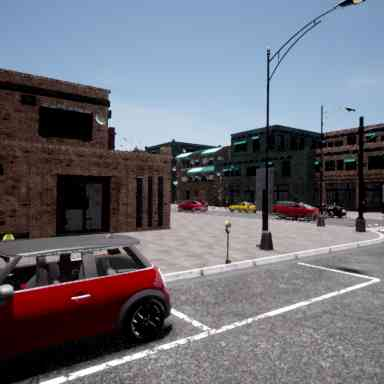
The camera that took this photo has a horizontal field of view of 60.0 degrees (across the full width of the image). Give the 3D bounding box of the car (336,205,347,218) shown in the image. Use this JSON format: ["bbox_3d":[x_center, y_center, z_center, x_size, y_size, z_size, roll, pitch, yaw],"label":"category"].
[{"bbox_3d":[12.938,1.812,32.664,1.947,1.339,4.313,0,-1,-35],"label":"car"}]

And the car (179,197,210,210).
[{"bbox_3d":[0.277,1.773,50.893,2.192,1.841,5.009,0,-1,-35],"label":"car"}]

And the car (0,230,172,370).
[{"bbox_3d":[-2.409,1.440,4.826,4.097,1.590,1.967,0,1,-36],"label":"car"}]

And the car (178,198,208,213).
[{"bbox_3d":[0.055,1.816,41.073,1.812,1.442,4.674,1,-1,-35],"label":"car"}]

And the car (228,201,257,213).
[{"bbox_3d":[6.510,1.879,41.917,1.752,1.417,4.829,0,-1,-35],"label":"car"}]

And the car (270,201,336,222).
[{"bbox_3d":[9.187,1.663,27.906,1.812,1.442,4.674,1,-1,-34],"label":"car"}]
